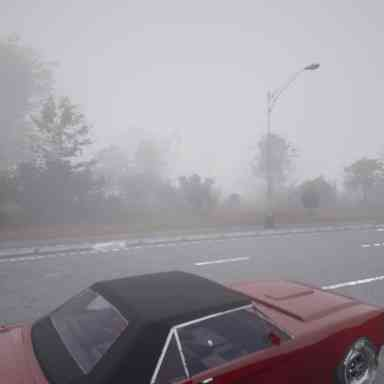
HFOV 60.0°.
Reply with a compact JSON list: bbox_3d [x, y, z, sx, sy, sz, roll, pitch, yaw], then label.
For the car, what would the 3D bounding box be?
[{"bbox_3d":[0.057,1.577,3.517,4.718,1.301,1.895,0,0,-33],"label":"car"}]
